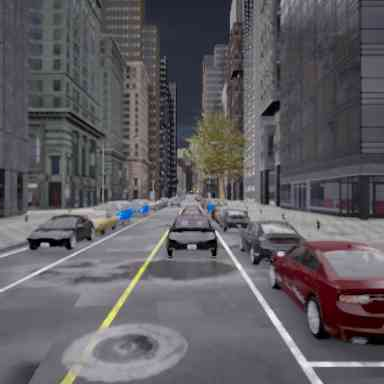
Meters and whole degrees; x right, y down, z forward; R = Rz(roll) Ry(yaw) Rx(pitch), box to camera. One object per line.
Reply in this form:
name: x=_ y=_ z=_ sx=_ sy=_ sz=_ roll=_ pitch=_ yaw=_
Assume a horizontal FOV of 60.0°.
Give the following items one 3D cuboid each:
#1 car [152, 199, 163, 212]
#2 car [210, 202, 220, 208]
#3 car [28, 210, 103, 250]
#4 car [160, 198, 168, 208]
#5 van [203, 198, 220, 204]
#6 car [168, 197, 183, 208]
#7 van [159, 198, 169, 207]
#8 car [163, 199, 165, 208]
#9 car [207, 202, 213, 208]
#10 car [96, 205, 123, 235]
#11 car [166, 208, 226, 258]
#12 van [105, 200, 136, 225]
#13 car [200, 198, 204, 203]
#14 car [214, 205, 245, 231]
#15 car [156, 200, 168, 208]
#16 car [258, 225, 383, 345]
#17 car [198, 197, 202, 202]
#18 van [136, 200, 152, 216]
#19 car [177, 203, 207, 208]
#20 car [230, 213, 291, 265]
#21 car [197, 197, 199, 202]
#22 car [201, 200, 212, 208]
car: x=-5.790 y=2.068 z=47.722 sx=2.008 sy=1.369 sz=4.403 roll=0 pitch=-1 yaw=0
car: x=2.746 y=1.819 z=27.346 sx=1.752 sy=1.417 sz=4.829 roll=0 pitch=-1 yaw=0
car: x=-5.772 y=1.729 z=15.244 sx=1.947 sy=1.339 sz=4.313 roll=0 pitch=-1 yaw=0
car: x=-5.796 y=2.183 z=58.548 sx=1.887 sy=1.381 sz=4.507 roll=0 pitch=-1 yaw=0
van: x=2.737 y=1.806 z=43.044 sx=1.690 sy=1.788 sz=3.998 roll=0 pitch=-1 yaw=0
car: x=-3.078 y=2.179 z=61.803 sx=1.837 sy=1.490 sz=4.892 roll=0 pitch=-1 yaw=1
van: x=-5.803 y=2.103 z=69.376 sx=1.690 sy=1.788 sz=3.998 roll=0 pitch=-1 yaw=0
car: x=-5.793 y=2.159 z=53.134 sx=1.802 sy=1.307 sz=4.206 roll=0 pitch=-1 yaw=0
car: x=2.743 y=1.915 z=32.465 sx=1.947 sy=1.339 sz=4.313 roll=0 pitch=-1 yaw=0
car: x=-5.775 y=1.744 z=20.488 sx=1.752 sy=1.417 sz=4.829 roll=0 pitch=-1 yaw=0
car: x=0.016 y=1.637 z=13.500 sx=2.128 sy=1.511 sz=4.902 roll=0 pitch=0 yaw=1
van: x=-5.779 y=1.620 z=26.073 sx=1.690 sy=1.788 sz=3.998 roll=0 pitch=-1 yaw=0
car: x=2.732 y=2.134 z=53.619 sx=2.008 sy=1.369 sz=4.403 roll=0 pitch=-1 yaw=0
car: x=2.749 y=1.785 z=21.887 sx=2.008 sy=1.369 sz=4.403 roll=0 pitch=-1 yaw=0
car: x=-5.799 y=2.266 z=63.961 sx=1.947 sy=1.339 sz=4.313 roll=0 pitch=-1 yaw=0
car: x=2.757 y=1.616 z=6.572 sx=1.887 sy=1.381 sz=4.507 roll=0 pitch=-1 yaw=0
car: x=2.728 y=1.958 z=58.911 sx=2.192 sy=1.841 sz=5.009 roll=0 pitch=-1 yaw=0
van: x=-5.785 y=1.738 z=36.899 sx=1.690 sy=1.788 sz=3.998 roll=0 pitch=-1 yaw=0
car: x=0.011 y=1.871 z=28.519 sx=1.994 sy=1.385 sz=4.181 roll=0 pitch=-1 yaw=0
car: x=2.755 y=1.680 z=12.016 sx=2.008 sy=1.369 sz=4.403 roll=0 pitch=-1 yaw=0
car: x=2.726 y=2.353 z=74.946 sx=1.752 sy=1.417 sz=4.829 roll=0 pitch=-1 yaw=0
car: x=2.726 y=2.248 z=64.197 sx=1.887 sy=1.381 sz=4.507 roll=0 pitch=-1 yaw=0
